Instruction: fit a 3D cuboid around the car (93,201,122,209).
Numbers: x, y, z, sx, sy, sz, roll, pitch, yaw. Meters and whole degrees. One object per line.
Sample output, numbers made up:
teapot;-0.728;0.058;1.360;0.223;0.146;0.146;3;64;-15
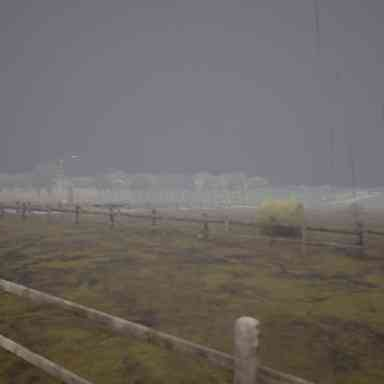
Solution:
car;-13.194;1.996;51.944;1.895;1.301;4.718;2;0;35
